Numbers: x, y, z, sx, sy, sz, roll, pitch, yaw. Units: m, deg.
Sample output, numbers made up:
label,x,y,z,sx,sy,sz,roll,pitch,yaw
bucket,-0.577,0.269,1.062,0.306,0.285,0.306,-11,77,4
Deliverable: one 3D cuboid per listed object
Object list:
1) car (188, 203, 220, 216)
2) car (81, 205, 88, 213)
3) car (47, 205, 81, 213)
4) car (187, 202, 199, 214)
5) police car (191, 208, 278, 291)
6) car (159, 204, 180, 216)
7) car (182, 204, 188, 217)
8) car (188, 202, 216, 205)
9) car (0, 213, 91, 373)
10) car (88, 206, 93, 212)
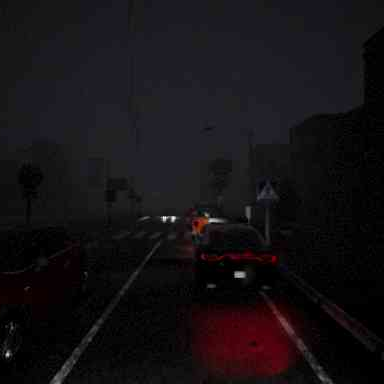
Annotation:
label,x,y,z,sx,sy,sz,roll,pitch,yaw
car,0.988,1.693,19.351,2.097,1.767,4.553,0,-2,0
car,-21.826,3.034,59.243,4.892,1.521,2.231,0,-2,0
car,-21.840,2.970,55.968,4.674,1.452,2.002,0,-2,0
car,0.129,2.860,60.963,2.150,2.045,5.566,0,-2,0
police car,0.998,1.518,9.469,1.930,1.638,5.238,1,0,0
car,-3.247,2.796,47.884,1.994,1.385,4.181,0,-2,0
car,0.095,2.690,46.789,2.128,1.511,4.902,0,-2,0
car,1.001,1.753,25.416,2.150,2.045,5.566,0,-2,0
car,-3.348,1.406,5.682,2.097,1.767,4.553,0,-1,0
car,-21.825,3.135,62.515,5.008,1.535,2.097,0,-2,0
